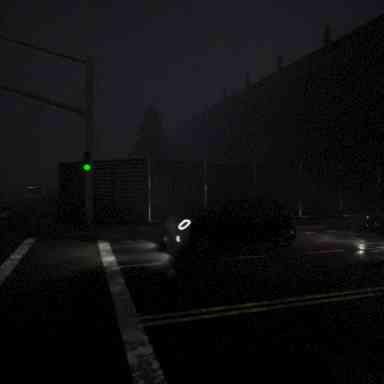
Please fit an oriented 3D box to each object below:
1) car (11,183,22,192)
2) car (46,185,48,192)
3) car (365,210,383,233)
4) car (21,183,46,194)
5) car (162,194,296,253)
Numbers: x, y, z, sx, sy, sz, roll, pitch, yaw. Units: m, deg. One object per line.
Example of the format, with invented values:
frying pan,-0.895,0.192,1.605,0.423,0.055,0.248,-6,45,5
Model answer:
car,-29.762,-0.804,57.312,2.033,1.411,5.357,0,2,-19
car,-26.493,-0.830,58.568,1.812,1.442,4.674,0,2,-19
car,10.055,1.097,14.687,5.008,1.535,1.882,0,2,-19
car,-23.099,-0.491,48.740,2.128,1.511,4.902,0,2,-19
car,1.273,0.971,11.632,4.553,1.767,2.097,0,2,-19
